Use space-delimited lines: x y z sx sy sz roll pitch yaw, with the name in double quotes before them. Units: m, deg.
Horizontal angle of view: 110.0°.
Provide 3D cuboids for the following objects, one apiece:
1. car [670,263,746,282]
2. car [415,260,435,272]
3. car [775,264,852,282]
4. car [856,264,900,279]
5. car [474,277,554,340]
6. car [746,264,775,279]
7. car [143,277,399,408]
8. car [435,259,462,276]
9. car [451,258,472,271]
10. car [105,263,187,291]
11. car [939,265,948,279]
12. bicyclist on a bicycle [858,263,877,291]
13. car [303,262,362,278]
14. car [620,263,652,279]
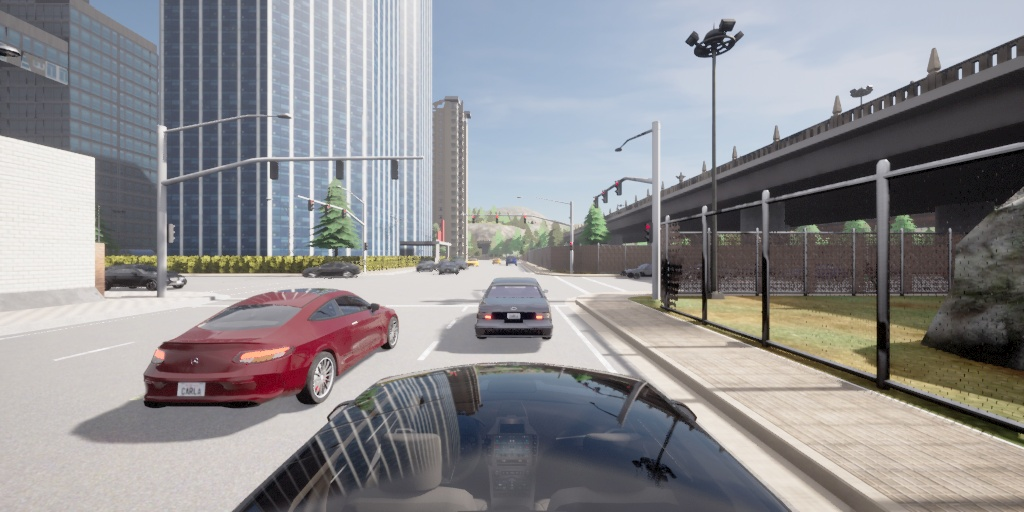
"car" 15.660 1.297 29.145 4.902 1.511 2.128 0 0 0
"car" -10.690 1.276 45.001 1.812 1.442 4.674 0 0 0
"car" 24.616 1.331 29.173 4.674 1.442 1.812 0 0 0
"car" 32.233 1.406 32.708 4.718 1.301 1.895 0 0 0
"car" 0.078 1.297 9.994 2.033 1.411 5.357 0 0 1
"car" 22.306 1.406 32.674 4.718 1.301 1.895 0 0 0
"car" -3.450 1.276 6.174 1.812 1.442 4.674 0 0 0
"car" -6.747 1.326 38.438 1.994 1.385 4.181 0 0 -7
"car" -7.197 1.297 49.703 2.033 1.411 5.357 0 0 0
"car" -22.587 1.331 21.799 4.674 1.442 1.812 0 0 0
"car" 38.468 1.028 29.214 5.566 2.045 2.150 0 0 0
"bicyclist on a bicycle" 18.263 1.106 18.173 0.582 1.620 1.656 0 0 0
"car" -16.544 1.308 33.158 4.892 1.490 1.837 0 3 -13
"car" 12.716 1.353 32.632 5.357 1.411 2.033 0 0 0
